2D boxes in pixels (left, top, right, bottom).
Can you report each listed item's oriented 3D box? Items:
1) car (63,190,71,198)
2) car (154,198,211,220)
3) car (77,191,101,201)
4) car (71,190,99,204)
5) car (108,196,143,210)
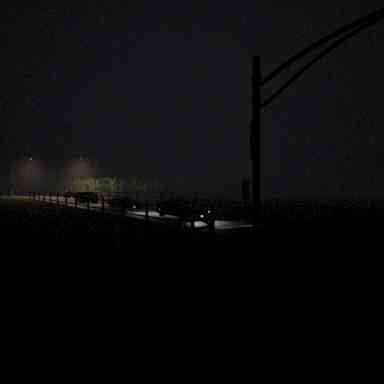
[{"bbox_3d":[-22.517,0.355,62.022,1.882,1.535,5.008,0,1,-35],"label":"car"},{"bbox_3d":[-0.847,1.180,24.367,2.033,1.411,5.357,0,1,-35],"label":"car"},{"bbox_3d":[-16.654,0.603,53.590,2.033,1.411,5.357,0,1,-35],"label":"car"},{"bbox_3d":[-13.648,0.706,42.811,1.882,1.535,5.008,0,1,-35],"label":"car"},{"bbox_3d":[-6.583,1.051,32.620,1.895,1.301,4.718,0,1,-35],"label":"car"}]
